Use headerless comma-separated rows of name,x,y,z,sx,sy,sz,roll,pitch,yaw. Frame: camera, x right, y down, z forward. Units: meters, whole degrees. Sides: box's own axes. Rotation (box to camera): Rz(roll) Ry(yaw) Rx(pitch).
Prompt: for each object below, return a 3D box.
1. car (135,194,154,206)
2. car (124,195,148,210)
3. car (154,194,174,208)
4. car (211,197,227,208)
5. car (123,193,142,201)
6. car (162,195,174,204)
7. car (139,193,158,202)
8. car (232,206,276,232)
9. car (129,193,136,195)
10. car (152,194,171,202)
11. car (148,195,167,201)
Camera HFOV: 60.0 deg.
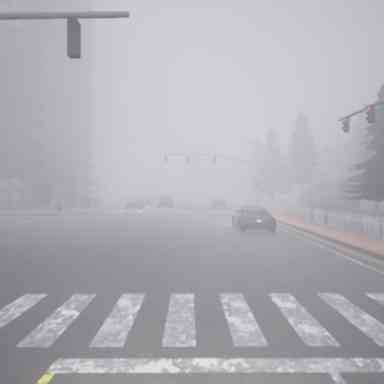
car,-7.260,1.356,52.256,2.128,1.511,4.902,0,0,-2
car,-7.113,1.418,42.204,1.812,1.442,4.674,0,0,0
car,-3.614,1.234,46.285,2.097,1.767,4.553,0,0,0
car,3.568,1.411,45.170,1.812,1.442,4.674,0,0,0
car,-14.590,1.141,81.446,4.553,1.767,2.097,0,0,32
car,-4.330,1.325,59.902,1.882,1.535,5.008,0,0,-8
car,-9.524,1.155,72.205,2.097,1.767,4.553,0,0,-39
car,3.583,1.518,19.758,1.994,1.385,4.181,0,0,0
car,-10.347,1.183,67.236,2.097,1.767,4.553,0,0,-31
car,-6.930,1.311,74.555,1.837,1.490,4.892,0,0,-39
car,-8.482,1.389,81.241,4.718,1.301,1.895,0,0,42
